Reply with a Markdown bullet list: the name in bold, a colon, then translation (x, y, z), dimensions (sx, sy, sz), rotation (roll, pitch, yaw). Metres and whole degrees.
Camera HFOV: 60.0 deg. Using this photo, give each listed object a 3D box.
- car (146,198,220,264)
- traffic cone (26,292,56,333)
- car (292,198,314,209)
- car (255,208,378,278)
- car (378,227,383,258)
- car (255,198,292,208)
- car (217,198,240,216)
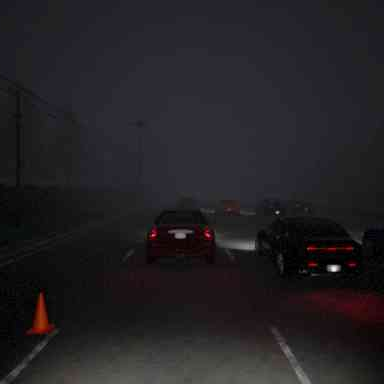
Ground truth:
- **car**: translation (-0.334, 1.273, 11.726), dimensions (2.097, 1.767, 4.553), rotation (0, 0, 0)
- **traffic cone**: translation (-2.437, 1.920, 5.375), dimensions (0.340, 0.580, 0.340), rotation (0, 0, 0)
- **car**: translation (10.121, 1.307, 31.815), dimensions (1.812, 1.442, 4.674), rotation (0, 0, 0)
- **car**: translation (3.167, 1.436, 9.850), dimensions (1.837, 1.490, 4.892), rotation (0, 0, 0)
- **car**: translation (6.669, 1.412, 9.181), dimensions (1.882, 1.535, 5.008), rotation (0, 0, 0)
- **car**: translation (6.638, 1.312, 28.269), dimensions (1.837, 1.490, 4.892), rotation (0, 0, 0)
- **car**: translation (3.137, 1.273, 30.312), dimensions (1.882, 1.535, 5.008), rotation (0, 0, 0)
